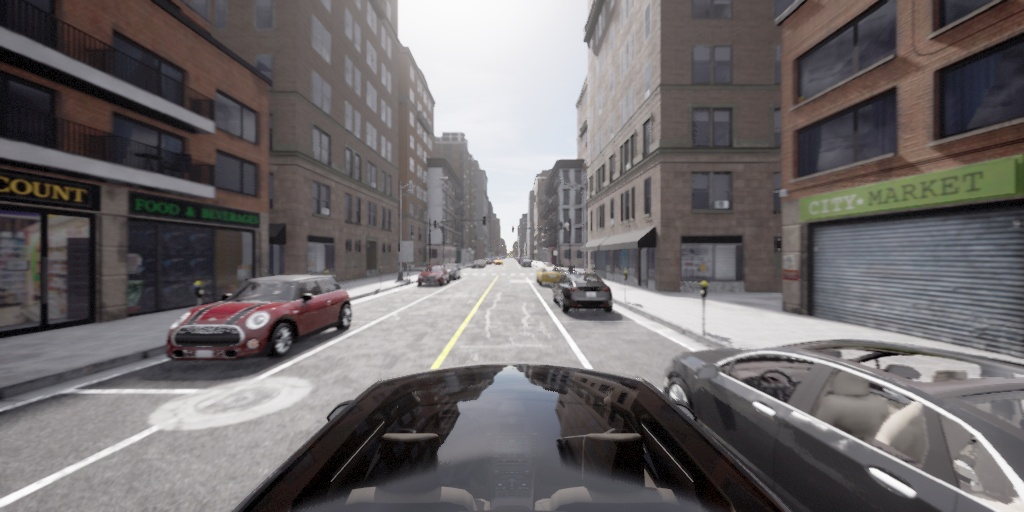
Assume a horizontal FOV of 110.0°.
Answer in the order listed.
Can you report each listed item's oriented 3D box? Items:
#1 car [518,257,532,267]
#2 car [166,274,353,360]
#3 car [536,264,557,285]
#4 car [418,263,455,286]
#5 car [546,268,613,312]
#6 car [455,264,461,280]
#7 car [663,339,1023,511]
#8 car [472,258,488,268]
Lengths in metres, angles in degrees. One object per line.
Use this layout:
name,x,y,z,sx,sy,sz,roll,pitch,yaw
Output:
car,2.560,1.278,63.294,2.007,1.370,4.403,0,0,0
car,-5.395,1.188,8.274,1.967,1.591,4.097,0,0,0
car,2.608,1.270,25.501,1.751,1.417,4.829,0,0,0
car,-5.417,1.326,25.319,1.802,1.307,4.207,0,0,0
car,2.622,1.313,13.969,1.948,1.339,4.313,0,0,0
car,-5.425,1.292,31.001,2.007,1.370,4.403,0,0,0
car,2.637,1.300,2.606,2.007,1.370,4.403,0,0,0
car,-5.462,1.280,57.877,2.007,1.370,4.403,0,0,0
